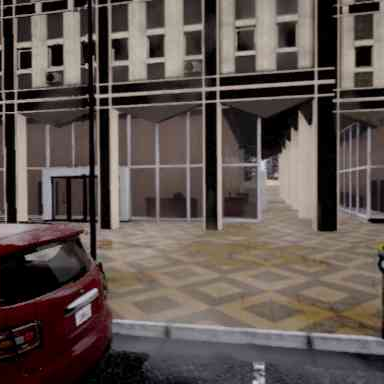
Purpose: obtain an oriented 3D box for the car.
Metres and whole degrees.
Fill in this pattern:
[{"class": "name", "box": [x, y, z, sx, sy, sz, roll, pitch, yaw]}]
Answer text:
[{"class": "car", "box": [-3.388, 1.293, 3.684, 5.009, 1.841, 2.192, -1, 2, 11]}]
